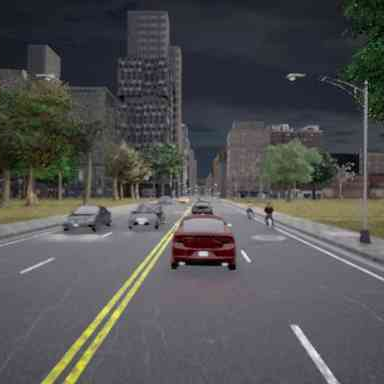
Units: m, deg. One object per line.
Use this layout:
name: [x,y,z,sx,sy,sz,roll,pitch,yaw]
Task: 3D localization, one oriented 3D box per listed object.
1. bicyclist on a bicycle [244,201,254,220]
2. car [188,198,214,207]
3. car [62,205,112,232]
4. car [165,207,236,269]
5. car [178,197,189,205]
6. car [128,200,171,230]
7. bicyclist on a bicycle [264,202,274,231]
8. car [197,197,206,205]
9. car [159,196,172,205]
bicyclist on a bicycle: [4.903,1.556,28.394,0.866,1.612,1.509,1,0,2]
car: [0.896,1.583,29.683,1.837,1.490,4.892,1,0,2]
car: [-6.084,1.496,19.929,1.812,1.442,4.674,1,0,2]
car: [0.376,1.501,11.324,1.882,1.535,5.008,1,0,2]
car: [-1.538,1.640,62.891,1.882,1.535,5.008,1,0,2]
car: [-2.794,1.503,21.316,2.128,1.511,4.902,1,0,2]
bicyclist on a bicycle: [4.679,1.465,20.429,0.659,1.776,1.843,1,0,2]
car: [1.904,1.741,65.821,1.812,1.442,4.674,1,0,1]
car: [-4.848,1.471,61.105,2.097,1.767,4.553,1,0,2]
